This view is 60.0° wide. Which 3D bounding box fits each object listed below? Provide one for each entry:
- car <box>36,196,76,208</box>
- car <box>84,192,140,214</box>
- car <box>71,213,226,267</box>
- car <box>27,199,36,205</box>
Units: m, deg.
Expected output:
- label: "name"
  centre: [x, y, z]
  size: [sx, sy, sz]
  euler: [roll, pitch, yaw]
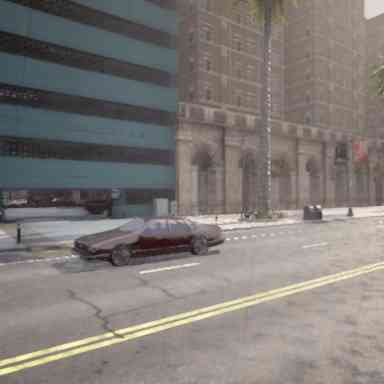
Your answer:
- label: "car"
  centre: [-19.309, 1.533, 47.671]
  size: [4.718, 1.301, 1.895]
  euler: [0, 0, -36]
- label: "car"
  centre: [-7.841, 1.072, 33.133]
  size: [5.566, 2.045, 2.435]
  euler: [0, 0, -36]
- label: "car"
  centre: [-1.293, 1.562, 11.661]
  size: [5.357, 1.411, 2.033]
  euler: [0, 0, -35]
- label: "car"
  centre: [-25.739, 1.500, 57.336]
  size: [4.786, 1.482, 2.161]
  euler: [0, 0, -36]
